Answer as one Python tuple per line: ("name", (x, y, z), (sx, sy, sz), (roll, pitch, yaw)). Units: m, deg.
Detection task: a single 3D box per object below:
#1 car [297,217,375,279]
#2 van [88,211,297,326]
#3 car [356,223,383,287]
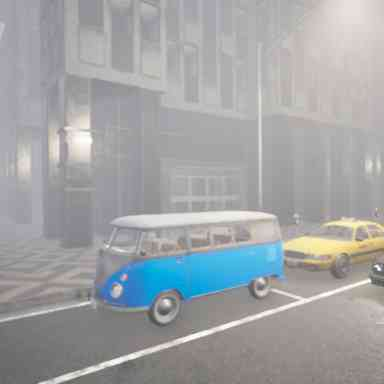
("car", (4.508, 1.459, 9.860), (4.829, 1.417, 1.752), (-1, 0, -35))
("van", (0.082, 1.314, 6.708), (3.998, 1.788, 1.690), (-1, 0, -35))
("car", (6.382, 1.478, 7.922), (5.357, 1.411, 2.033), (-1, 0, -35))
